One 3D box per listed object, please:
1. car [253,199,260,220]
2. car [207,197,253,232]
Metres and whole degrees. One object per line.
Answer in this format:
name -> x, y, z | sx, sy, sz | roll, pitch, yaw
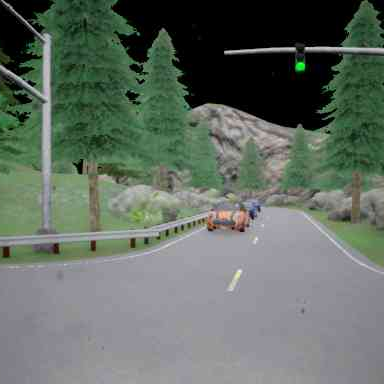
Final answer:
car -> 4.653, 1.522, 29.154 | 1.882, 1.535, 5.008 | 0, 0, 15
car -> 2.310, 1.383, 20.322 | 2.097, 1.767, 4.553 | 0, 0, 15
